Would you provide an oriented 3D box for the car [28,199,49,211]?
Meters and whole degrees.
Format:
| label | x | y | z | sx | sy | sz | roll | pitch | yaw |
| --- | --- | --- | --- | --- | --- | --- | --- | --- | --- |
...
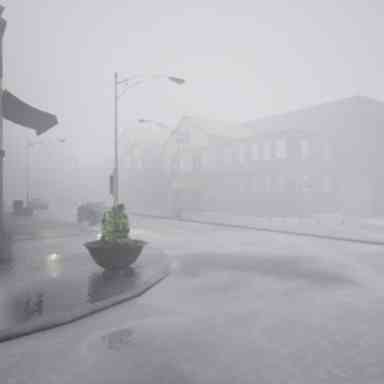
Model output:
| label | x | y | z | sx | sy | sz | roll | pitch | yaw |
| --- | --- | --- | --- | --- | --- | --- | --- | --- | --- |
| car | -19.576 | 1.596 | 42.161 | 1.812 | 1.442 | 4.674 | 0 | 0 | -35 |

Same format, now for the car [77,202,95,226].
| label | x | y | z | sx | sy | sz | roll | pitch | yaw |
| --- | --- | --- | --- | --- | --- | --- | --- | --- | --- |
| car | -6.847 | 1.510 | 23.959 | 2.128 | 1.511 | 4.902 | 0 | 0 | -35 |
